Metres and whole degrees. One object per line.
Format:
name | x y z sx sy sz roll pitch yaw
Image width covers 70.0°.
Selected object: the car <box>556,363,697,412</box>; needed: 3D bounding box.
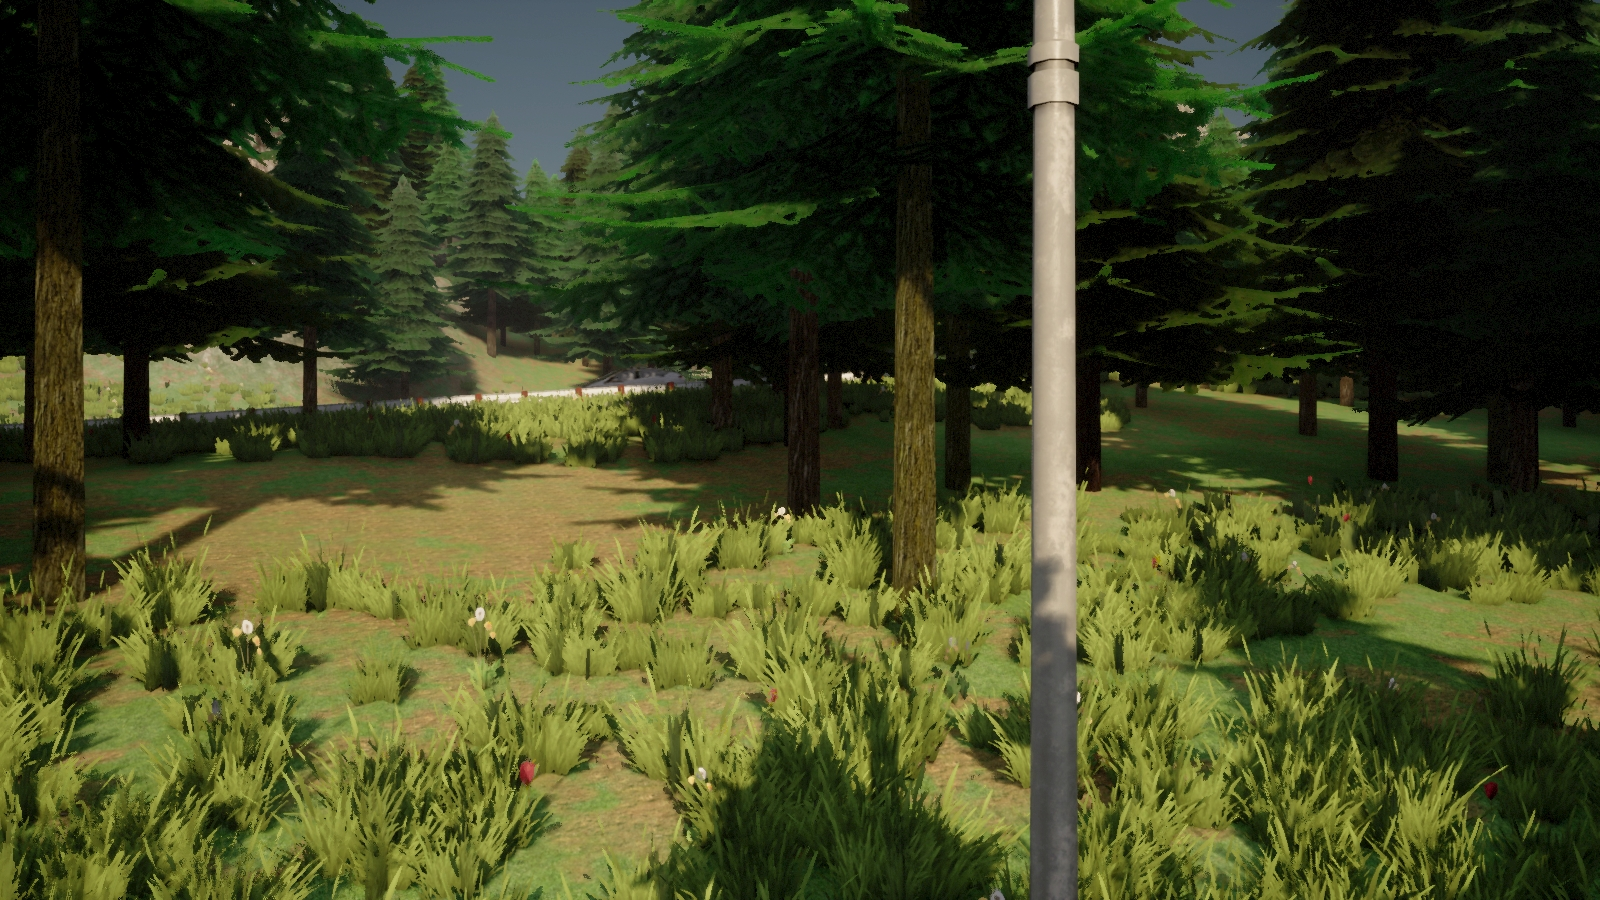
car | -6.607 -2.373 43.486 4.792 1.488 2.163 -5 2 -26
